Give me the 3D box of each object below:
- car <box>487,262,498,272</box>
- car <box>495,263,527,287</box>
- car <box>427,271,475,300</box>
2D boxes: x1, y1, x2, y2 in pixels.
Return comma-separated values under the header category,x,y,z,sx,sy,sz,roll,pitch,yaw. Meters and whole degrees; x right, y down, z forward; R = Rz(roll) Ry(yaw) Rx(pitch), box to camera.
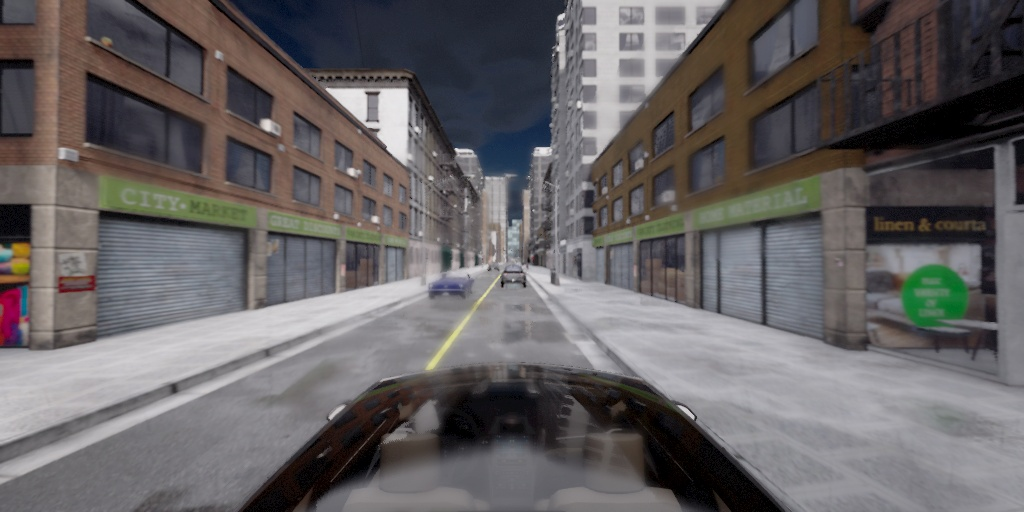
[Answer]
category,x,y,z,sx,sy,sz,roll,pitch,yaw
car,-3.017,1.789,59.414,1.837,1.490,4.892,0,-1,1
car,0.111,1.462,26.591,2.128,1.511,4.902,0,-1,0
car,-3.092,1.502,18.991,1.895,1.301,4.718,0,-1,0
